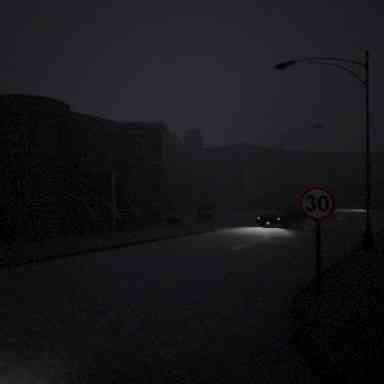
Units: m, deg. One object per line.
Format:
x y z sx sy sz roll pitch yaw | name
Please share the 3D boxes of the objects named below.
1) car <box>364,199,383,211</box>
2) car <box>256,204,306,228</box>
23.075 1.541 40.052 4.181 1.385 1.994 0 0 -6 | car
6.334 1.572 23.079 2.033 1.411 5.357 0 0 36 | car
